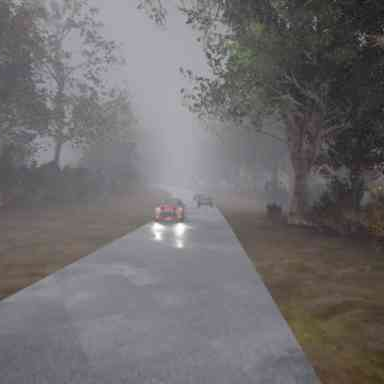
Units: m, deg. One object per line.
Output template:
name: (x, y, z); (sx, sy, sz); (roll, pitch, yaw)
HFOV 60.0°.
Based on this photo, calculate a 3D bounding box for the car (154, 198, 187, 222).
car: (-1.541, 1.247, 25.235); (2.097, 1.767, 4.553); (0, 0, 3)

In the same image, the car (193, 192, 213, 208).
car: (1.561, 1.096, 41.276); (2.128, 1.511, 4.902); (-1, 2, 0)

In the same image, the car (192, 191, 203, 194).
car: (1.137, 0.590, 54.189); (1.837, 1.490, 4.892); (-1, 3, -4)
